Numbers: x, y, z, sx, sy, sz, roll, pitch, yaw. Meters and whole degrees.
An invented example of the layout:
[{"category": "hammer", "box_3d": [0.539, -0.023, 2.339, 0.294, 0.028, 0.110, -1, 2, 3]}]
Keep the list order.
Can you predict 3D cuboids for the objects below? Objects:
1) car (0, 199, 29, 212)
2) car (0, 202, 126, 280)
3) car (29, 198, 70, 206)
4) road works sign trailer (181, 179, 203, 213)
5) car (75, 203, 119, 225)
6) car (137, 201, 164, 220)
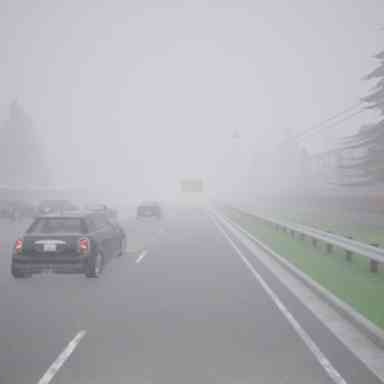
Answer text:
[{"category": "car", "box_3d": [-13.905, 1.329, 26.064, 2.097, 1.767, 4.553, 0, 0, 0]}, {"category": "car", "box_3d": [-3.404, 1.343, 10.099, 2.097, 1.767, 4.553, 0, 0, 0]}, {"category": "car", "box_3d": [-10.404, 1.329, 26.053, 2.097, 1.767, 4.553, 0, 0, 0]}, {"category": "road works sign trailer", "box_3d": [-0.001, 0.433, 35.977, 2.380, 3.560, 2.880, 0, 0, 0]}, {"category": "car", "box_3d": [-6.904, 1.579, 24.734, 1.895, 1.301, 4.718, 0, 0, 0]}, {"category": "car", "box_3d": [-3.403, 1.453, 27.895, 1.882, 1.535, 5.008, 0, 0, 0]}]
